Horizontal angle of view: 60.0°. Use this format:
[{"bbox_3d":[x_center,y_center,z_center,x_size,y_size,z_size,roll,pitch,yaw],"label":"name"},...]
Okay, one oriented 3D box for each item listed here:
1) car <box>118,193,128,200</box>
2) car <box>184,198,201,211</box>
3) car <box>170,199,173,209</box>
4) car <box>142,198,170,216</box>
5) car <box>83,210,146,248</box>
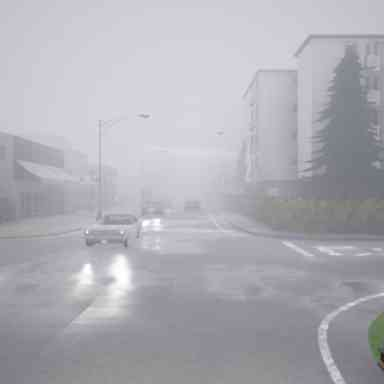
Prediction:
[{"bbox_3d":[-19.059,1.491,91.717,2.007,1.523,4.514,0,0,0],"label":"car"},{"bbox_3d":[0.042,1.492,39.831,2.128,1.511,4.902,0,0,0],"label":"car"},{"bbox_3d":[-3.652,1.548,45.563,2.033,1.411,5.357,0,0,0],"label":"car"},{"bbox_3d":[-3.645,1.492,31.991,2.128,1.511,4.902,0,0,0],"label":"car"},{"bbox_3d":[-3.617,1.767,15.919,1.895,1.301,4.718,0,-1,0],"label":"car"}]
